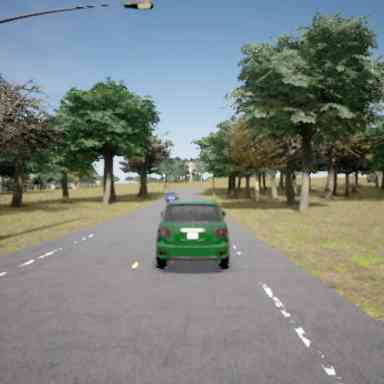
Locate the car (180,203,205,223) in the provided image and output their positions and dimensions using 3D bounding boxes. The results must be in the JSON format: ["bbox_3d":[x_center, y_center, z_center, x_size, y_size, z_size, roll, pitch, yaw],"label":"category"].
[{"bbox_3d":[0.045,1.656,27.037,1.895,1.301,4.718,0,0,1],"label":"car"}]

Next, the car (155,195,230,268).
[{"bbox_3d":[0.040,1.248,11.511,2.150,2.045,5.566,0,0,1],"label":"car"}]

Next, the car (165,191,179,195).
[{"bbox_3d":[-3.534,0.905,58.810,2.150,2.045,5.566,0,1,1],"label":"car"}]
